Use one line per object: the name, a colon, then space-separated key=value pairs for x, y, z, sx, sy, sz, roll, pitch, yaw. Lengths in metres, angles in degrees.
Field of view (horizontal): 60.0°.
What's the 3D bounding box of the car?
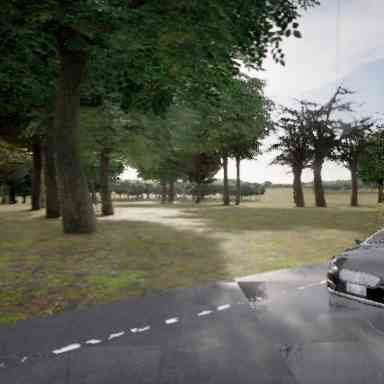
car: x=4.980 y=1.467 z=7.291 sx=4.902 sy=1.511 sz=2.128 roll=0 pitch=0 yaw=-33
